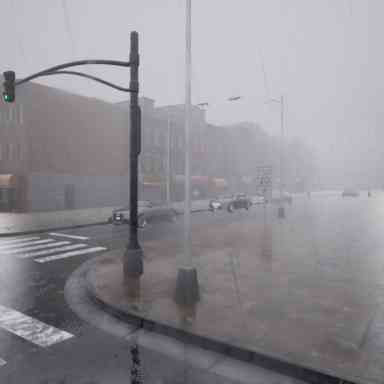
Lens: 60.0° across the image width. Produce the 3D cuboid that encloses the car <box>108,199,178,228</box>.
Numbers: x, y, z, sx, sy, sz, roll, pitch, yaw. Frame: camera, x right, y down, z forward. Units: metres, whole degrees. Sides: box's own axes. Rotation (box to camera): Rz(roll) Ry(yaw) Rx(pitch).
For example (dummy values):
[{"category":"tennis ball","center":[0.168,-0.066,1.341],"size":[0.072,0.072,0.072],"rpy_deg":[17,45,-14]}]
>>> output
[{"category":"car","center":[-2.640,1.127,18.754],"size":[1.994,1.385,4.181],"rpy_deg":[0,2,36]}]

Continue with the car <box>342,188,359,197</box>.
[{"category":"car","center":[25.047,0.088,52.483],"size":[2.033,1.411,5.357],"rpy_deg":[0,2,35]}]

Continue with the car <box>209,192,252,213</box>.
[{"category":"car","center":[3.193,0.794,26.934],"size":[2.128,1.511,4.902],"rpy_deg":[0,2,35]}]

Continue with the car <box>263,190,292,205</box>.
[{"category":"car","center":[9.160,0.572,35.293],"size":[1.812,1.442,4.674],"rpy_deg":[0,2,36]}]
